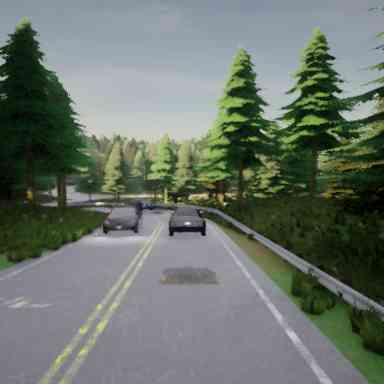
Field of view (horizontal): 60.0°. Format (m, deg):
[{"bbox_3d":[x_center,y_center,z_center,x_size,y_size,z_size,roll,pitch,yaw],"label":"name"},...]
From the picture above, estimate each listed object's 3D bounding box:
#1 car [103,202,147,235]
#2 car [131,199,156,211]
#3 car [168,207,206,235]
[{"bbox_3d":[-3.813,1.502,18.987,1.812,1.442,4.674,0,0,-4],"label":"car"},{"bbox_3d":[-6.145,1.508,38.629,2.033,1.411,5.357,-3,1,-35],"label":"car"},{"bbox_3d":[-0.299,1.532,18.632,1.994,1.385,4.181,0,0,-2],"label":"car"}]
